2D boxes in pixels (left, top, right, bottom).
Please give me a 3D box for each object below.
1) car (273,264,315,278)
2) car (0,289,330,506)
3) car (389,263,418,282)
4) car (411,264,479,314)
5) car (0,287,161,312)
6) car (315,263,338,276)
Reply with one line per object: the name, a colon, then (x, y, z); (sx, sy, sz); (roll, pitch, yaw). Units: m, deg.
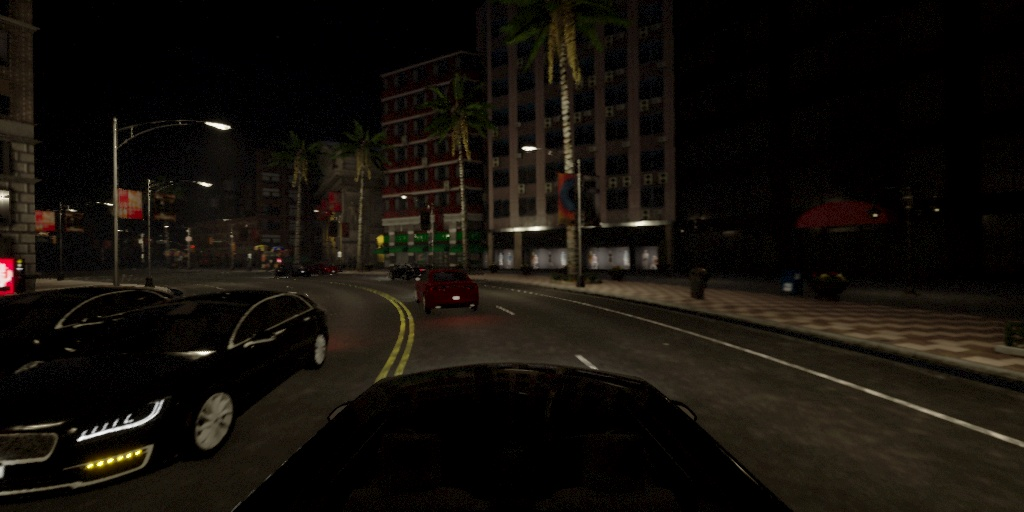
car: (-22.948, 1.576, 37.356); (4.181, 1.385, 1.994); (-1, 0, 30)
car: (-4.146, 1.301, 4.983); (1.837, 1.490, 4.892); (-1, 0, -9)
car: (-8.785, 1.342, 30.309); (2.128, 1.511, 4.902); (-1, 0, -40)
car: (-2.724, 1.259, 14.292); (1.882, 1.535, 5.008); (0, 0, -20)
car: (-7.818, 1.345, 6.213); (1.837, 1.490, 4.892); (-1, 0, -12)
car: (-21.613, 1.522, 40.565); (4.674, 1.442, 1.812); (0, 0, 30)
